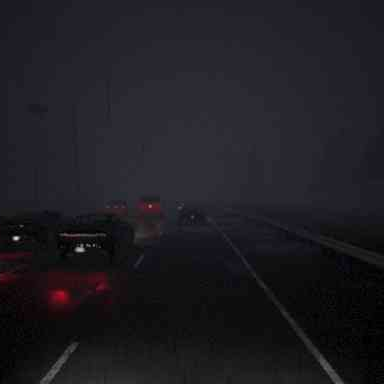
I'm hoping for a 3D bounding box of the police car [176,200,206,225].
[{"bbox_3d":[-0.031,1.536,25.448,1.930,1.638,5.238,0,0,-1],"label":"police car"}]

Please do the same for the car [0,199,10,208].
[{"bbox_3d":[-31.011,1.795,53.299,1.994,1.385,4.181,0,0,-9],"label":"car"}]

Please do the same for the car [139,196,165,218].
[{"bbox_3d":[-3.767,1.359,31.592,2.150,2.045,5.566,0,0,-3],"label":"car"}]

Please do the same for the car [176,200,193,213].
[{"bbox_3d":[-0.993,1.705,41.010,1.812,1.442,4.674,0,0,-5],"label":"car"}]

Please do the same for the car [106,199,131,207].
[{"bbox_3d":[-7.430,1.500,33.840,2.097,1.767,4.553,0,0,-4],"label":"car"}]

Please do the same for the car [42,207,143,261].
[{"bbox_3d":[-3.401,1.546,12.523,2.128,1.511,4.902,0,0,0],"label":"car"}]

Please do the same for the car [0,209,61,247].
[{"bbox_3d":[-6.903,1.573,15.498,1.837,1.490,4.892,0,0,0],"label":"car"}]

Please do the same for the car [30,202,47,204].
[{"bbox_3d":[-23.707,1.827,51.995,1.895,1.301,4.718,0,0,-9],"label":"car"}]
